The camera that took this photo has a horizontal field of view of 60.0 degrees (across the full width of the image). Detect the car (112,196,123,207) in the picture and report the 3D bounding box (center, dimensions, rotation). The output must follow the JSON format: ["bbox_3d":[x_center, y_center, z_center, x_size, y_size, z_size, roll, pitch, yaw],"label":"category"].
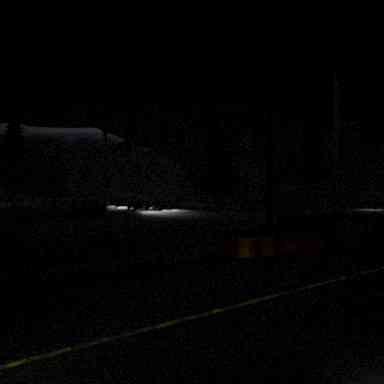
[{"bbox_3d":[-11.097,1.713,52.934,1.994,1.385,4.181,0,0,-21],"label":"car"}]

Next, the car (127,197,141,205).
[{"bbox_3d":[-11.043,1.737,63.005,2.033,1.411,5.357,0,0,-18],"label":"car"}]

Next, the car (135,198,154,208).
[{"bbox_3d":[-7.761,1.698,54.004,1.812,1.442,4.674,0,0,-22],"label":"car"}]

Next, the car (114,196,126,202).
[{"bbox_3d":[-17.692,1.750,81.496,2.033,1.411,5.357,0,0,-3],"label":"car"}]

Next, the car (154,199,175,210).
[{"bbox_3d":[-3.981,1.726,46.133,1.994,1.385,4.181,0,0,-29],"label":"car"}]

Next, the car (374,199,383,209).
[{"bbox_3d":[29.773,1.802,50.886,5.008,1.535,1.882,0,0,-35],"label":"car"}]

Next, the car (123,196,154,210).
[{"bbox_3d":[-7.286,1.630,44.876,2.128,1.511,4.902,0,0,-28],"label":"car"}]

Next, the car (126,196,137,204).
[{"bbox_3d":[-13.302,1.743,73.159,2.128,1.511,4.902,0,0,-11],"label":"car"}]

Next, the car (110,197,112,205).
[{"bbox_3d":[-14.113,1.657,61.173,2.128,1.511,4.902,0,0,-18],"label":"car"}]

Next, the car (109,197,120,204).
[{"bbox_3d":[-16.540,1.732,71.217,2.033,1.411,5.357,0,0,-11],"label":"car"}]
